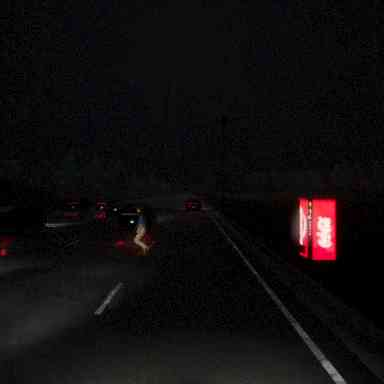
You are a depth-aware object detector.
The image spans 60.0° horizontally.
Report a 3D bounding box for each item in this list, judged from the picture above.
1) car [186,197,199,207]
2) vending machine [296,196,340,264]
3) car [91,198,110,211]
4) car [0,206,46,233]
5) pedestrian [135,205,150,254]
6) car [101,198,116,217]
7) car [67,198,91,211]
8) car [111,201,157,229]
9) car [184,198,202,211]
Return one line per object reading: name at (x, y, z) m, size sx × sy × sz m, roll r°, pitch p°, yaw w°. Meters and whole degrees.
car at (0.125, 1.564, 52.198) m, size 1.994 × 1.385 × 4.181 m, roll 0°, pitch 0°, yaw 0°
vending machine at (4.076, 1.195, 10.801) m, size 1.100 × 2.100 × 0.880 m, roll 0°, pitch 0°, yaw 0°
car at (-10.368, 1.503, 40.687) m, size 1.837 × 1.490 × 4.892 m, roll 0°, pitch 0°, yaw 0°
car at (-10.384, 1.525, 19.659) m, size 1.812 × 1.442 × 4.674 m, roll 0°, pitch 0°, yaw 0°
pedestrian at (-1.795, 1.294, 11.861) m, size 0.375 × 1.860 × 0.375 m, roll 0°, pitch 0°, yaw 0°
car at (-6.874, 1.564, 31.794) m, size 1.994 × 1.385 × 4.181 m, roll 0°, pitch 0°, yaw 0°
car at (-13.867, 1.503, 41.223) m, size 1.837 × 1.490 × 4.892 m, roll 0°, pitch 0°, yaw 0°
car at (-3.383, 1.491, 21.298) m, size 2.128 × 1.511 × 4.902 m, roll 0°, pitch 0°, yaw 0°
car at (0.133, 1.503, 40.904) m, size 1.837 × 1.490 × 4.892 m, roll 0°, pitch -1°, yaw 0°
